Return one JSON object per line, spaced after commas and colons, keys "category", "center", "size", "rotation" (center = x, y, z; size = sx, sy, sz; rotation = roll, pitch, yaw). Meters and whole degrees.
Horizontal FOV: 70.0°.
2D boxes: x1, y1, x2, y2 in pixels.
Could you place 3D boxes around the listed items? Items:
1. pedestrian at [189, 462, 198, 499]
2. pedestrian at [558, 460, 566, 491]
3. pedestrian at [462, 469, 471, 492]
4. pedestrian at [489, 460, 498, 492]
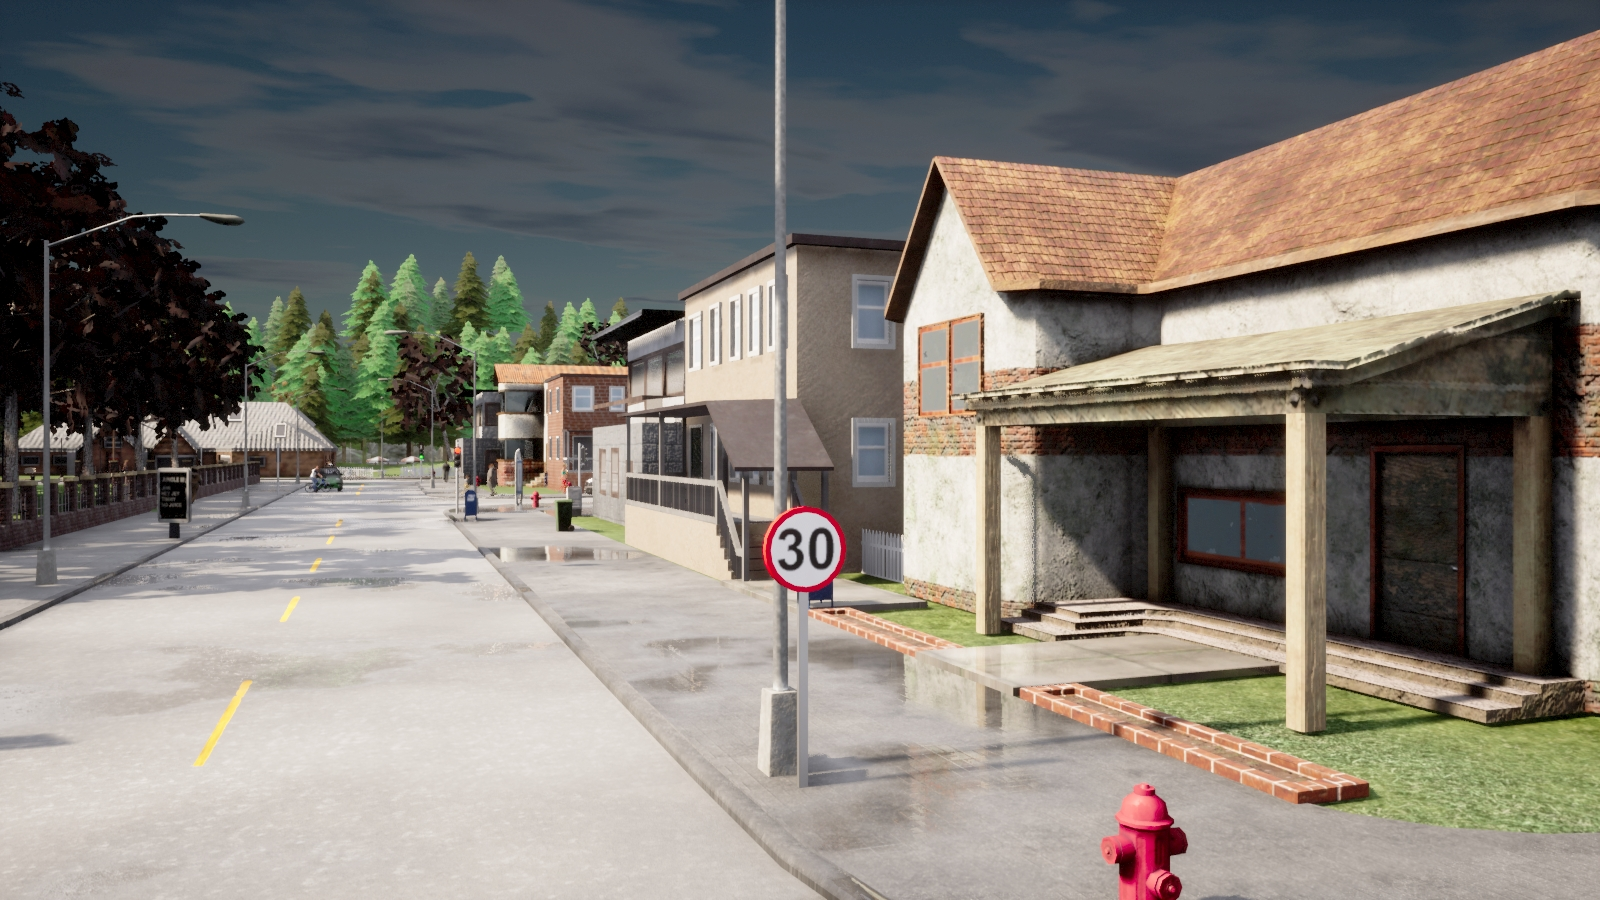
{"category": "pedestrian", "center": [-30.291, 1.525, 57.069], "size": [0.375, 1.860, 0.375], "rotation": [0, 0, -20]}
{"category": "pedestrian", "center": [-14.395, 1.516, 69.081], "size": [0.375, 1.860, 0.375], "rotation": [0, 0, 5]}
{"category": "pedestrian", "center": [-19.611, 1.797, 67.139], "size": [0.375, 1.300, 0.375], "rotation": [0, 0, 7]}
{"category": "pedestrian", "center": [-17.748, 1.516, 66.150], "size": [0.375, 1.860, 0.375], "rotation": [0, 0, 9]}
